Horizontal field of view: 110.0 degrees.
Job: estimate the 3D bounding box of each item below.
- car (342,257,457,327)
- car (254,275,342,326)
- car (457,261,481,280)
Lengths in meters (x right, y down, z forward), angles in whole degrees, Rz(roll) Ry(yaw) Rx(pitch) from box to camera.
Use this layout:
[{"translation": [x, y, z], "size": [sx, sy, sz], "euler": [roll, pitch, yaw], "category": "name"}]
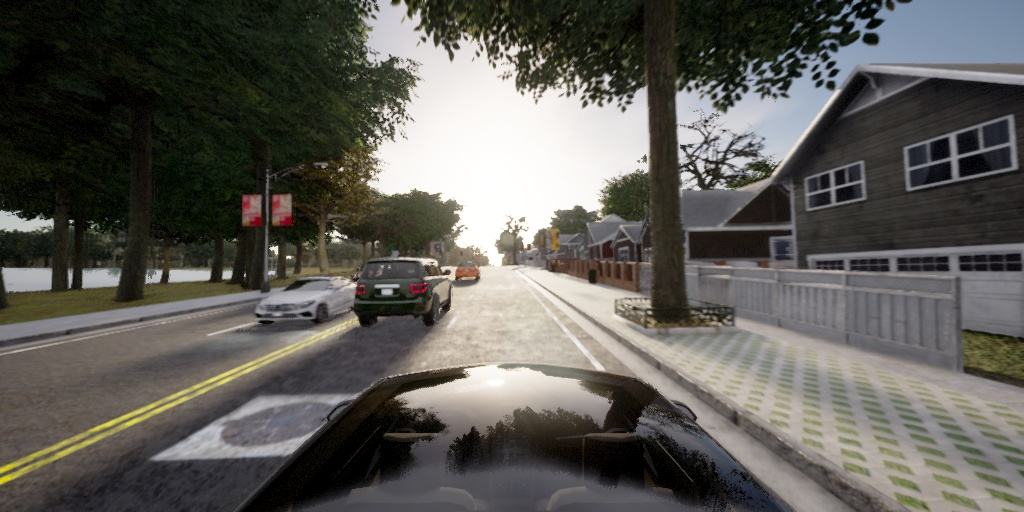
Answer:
[{"translation": [-3.420, 1.066, 12.261], "size": [2.150, 2.045, 5.566], "euler": [-1, 0, -2], "category": "car"}, {"translation": [-6.881, 1.432, 12.738], "size": [1.812, 1.442, 4.674], "euler": [-1, 0, -2], "category": "car"}, {"translation": [-4.121, 1.325, 34.310], "size": [2.097, 1.767, 4.553], "euler": [-1, 0, -2], "category": "car"}]
